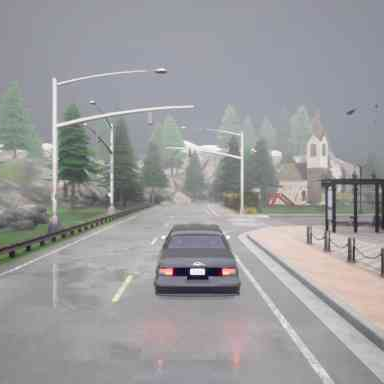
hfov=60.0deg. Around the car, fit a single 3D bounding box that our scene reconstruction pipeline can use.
[{"bbox_3d":[0.103,1.547,8.762,2.033,1.411,5.357,0,0,0],"label":"car"}]
